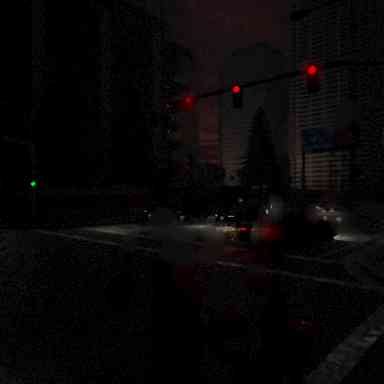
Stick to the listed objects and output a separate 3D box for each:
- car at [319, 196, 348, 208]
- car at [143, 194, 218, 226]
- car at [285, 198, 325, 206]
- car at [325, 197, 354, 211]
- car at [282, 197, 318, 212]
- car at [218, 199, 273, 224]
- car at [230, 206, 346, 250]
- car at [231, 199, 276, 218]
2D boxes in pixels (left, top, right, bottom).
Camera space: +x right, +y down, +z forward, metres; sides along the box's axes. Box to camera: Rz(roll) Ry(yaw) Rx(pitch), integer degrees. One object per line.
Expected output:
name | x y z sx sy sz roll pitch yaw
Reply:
car | 19.739 1.388 46.239 2.128 1.511 4.902 0 0 43
car | -0.903 1.206 23.965 2.150 2.045 5.566 0 0 43
car | 9.958 1.444 30.560 2.128 1.511 4.902 0 0 43
car | 16.710 1.525 37.854 1.895 1.301 4.718 0 0 43
car | 12.641 1.418 38.609 2.128 1.511 4.902 0 0 43
car | 3.613 1.484 23.697 1.837 1.490 4.892 0 0 43
car | 4.354 1.554 14.540 5.357 1.411 2.033 0 0 -40
car | 5.822 1.460 31.243 1.837 1.490 4.892 0 0 43
